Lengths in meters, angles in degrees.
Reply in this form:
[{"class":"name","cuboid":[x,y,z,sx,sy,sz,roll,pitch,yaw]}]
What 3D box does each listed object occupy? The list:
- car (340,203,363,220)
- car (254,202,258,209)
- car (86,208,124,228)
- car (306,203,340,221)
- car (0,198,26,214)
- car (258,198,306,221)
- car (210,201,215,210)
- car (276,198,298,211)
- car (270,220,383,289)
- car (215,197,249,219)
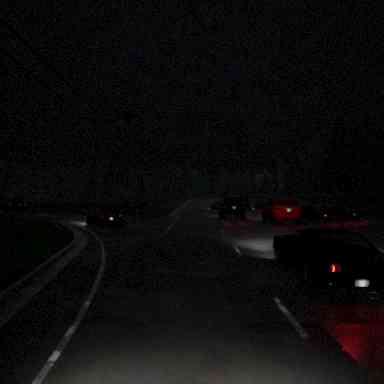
[{"class":"car","cuboid":[14.327,1.787,31.663,2.128,1.511,4.902,0,-1,0]},{"class":"car","cuboid":[10.968,2.082,52.021,1.994,1.385,4.181,0,-1,0]},{"class":"car","cuboid":[-6.568,1.846,24.799,1.994,1.385,4.181,0,-1,-29]},{"class":"car","cuboid":[10.812,1.759,29.329,1.882,1.535,5.008,0,-1,0]},{"class":"car","cuboid":[-23.552,1.734,42.395,5.566,2.045,2.150,-1,-1,31]},{"class":"car","cuboid":[7.300,1.495,27.629,2.150,2.045,5.566,0,-1,0]},{"class":"car","cuboid":[3.970,2.104,52.272,1.994,1.385,4.181,0,-1,0]},{"class":"car","cuboid":[14.458,1.848,50.819,2.097,1.767,4.553,0,-1,0]},{"class":"car","cuboid":[3.676,1.690,9.371,1.895,1.301,4.718,0,-1,0]},{"class":"car","cuboid":[3.827,1.559,32.881,2.150,2.045,5.566,0,-1,0]}]
